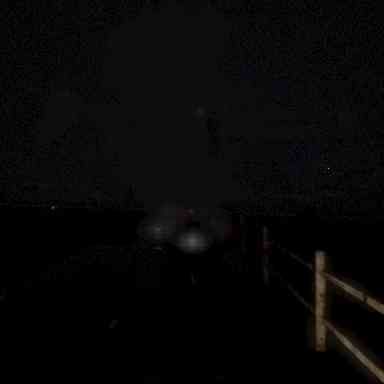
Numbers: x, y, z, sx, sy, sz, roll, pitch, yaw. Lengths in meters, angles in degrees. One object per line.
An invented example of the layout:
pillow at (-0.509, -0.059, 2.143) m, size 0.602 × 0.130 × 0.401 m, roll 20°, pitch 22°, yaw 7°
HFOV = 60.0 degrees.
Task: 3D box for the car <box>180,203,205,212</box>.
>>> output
car at (0.062, 1.683, 28.427) m, size 2.097 × 1.767 × 4.553 m, roll 0°, pitch -1°, yaw 1°

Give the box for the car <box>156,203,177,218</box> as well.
car at (-2.719, 1.962, 36.167) m, size 1.812 × 1.442 × 4.674 m, roll 0°, pitch -1°, yaw 1°

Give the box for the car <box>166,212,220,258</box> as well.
car at (0.039, 1.711, 13.436) m, size 1.994 × 1.385 × 4.181 m, roll 0°, pitch -1°, yaw 1°

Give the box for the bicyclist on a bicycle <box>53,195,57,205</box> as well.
bicyclist on a bicycle at (-22.537, 1.344, 54.656) m, size 0.582 × 1.620 × 1.656 m, roll 2°, pitch -1°, yaw 0°
